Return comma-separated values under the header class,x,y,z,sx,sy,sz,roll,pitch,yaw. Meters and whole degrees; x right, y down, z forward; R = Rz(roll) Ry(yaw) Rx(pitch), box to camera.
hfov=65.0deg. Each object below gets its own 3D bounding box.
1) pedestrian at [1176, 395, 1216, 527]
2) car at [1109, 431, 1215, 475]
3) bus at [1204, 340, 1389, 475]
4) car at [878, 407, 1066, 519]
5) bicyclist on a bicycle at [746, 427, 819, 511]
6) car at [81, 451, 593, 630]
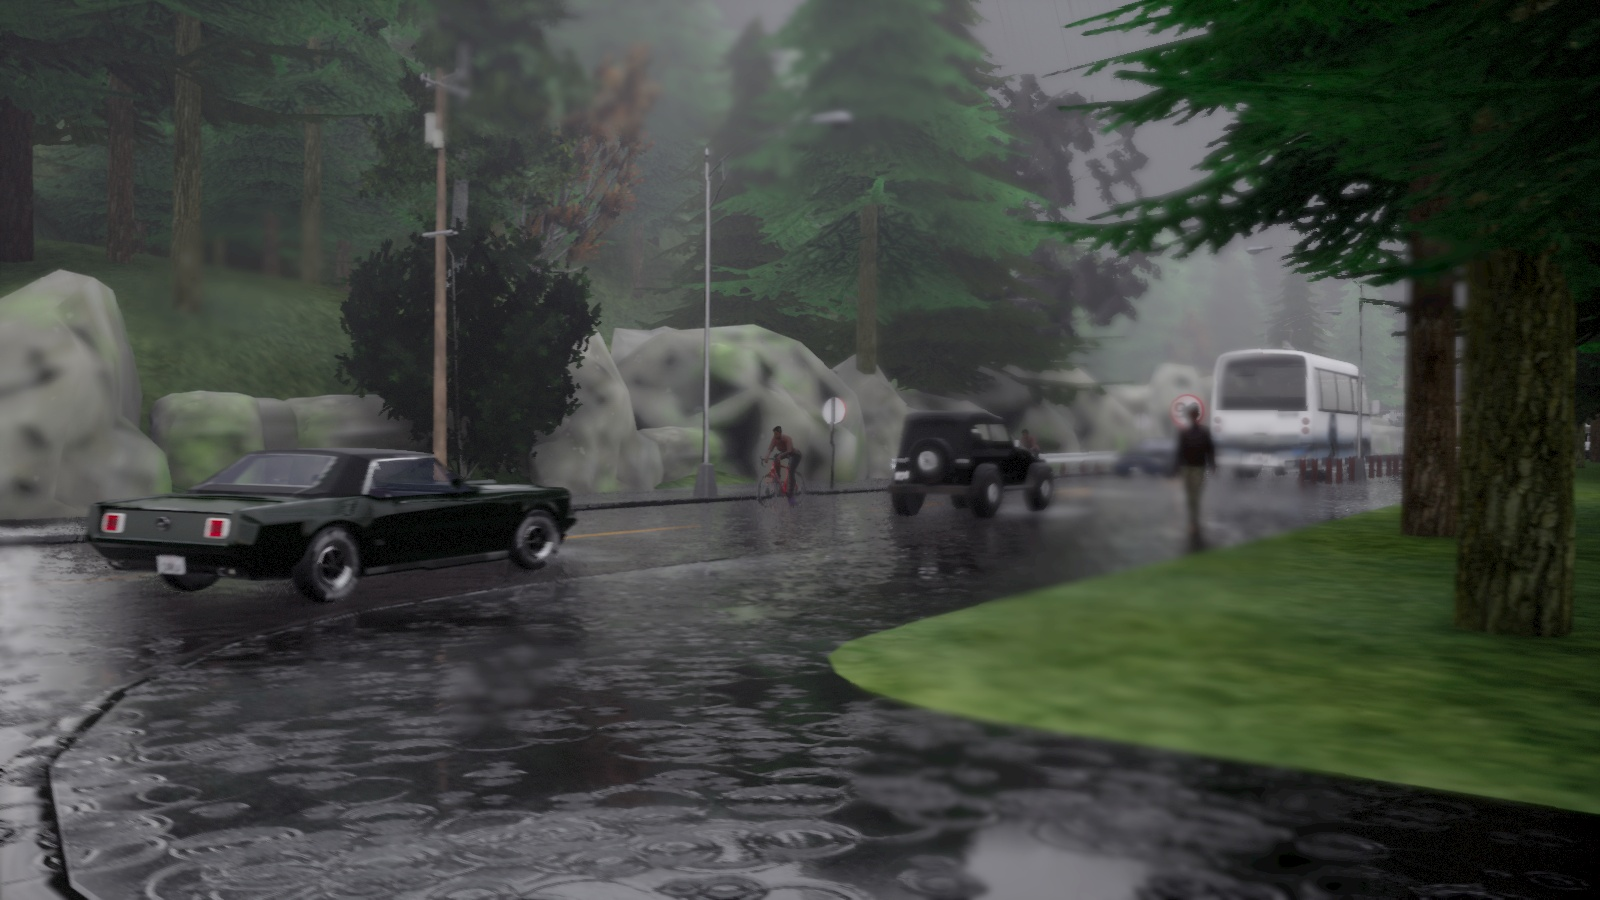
class,x,y,z,sx,sy,sz,roll,pitch,yaw
pedestrian,5.655,0.149,17.903,0.431,1.840,0.703,0,1,26
car,12.863,0.065,44.429,2.033,1.411,5.357,0,1,34
bus,17.934,-1.410,44.766,3.944,4.253,10.273,0,1,34
car,3.255,0.186,23.223,1.905,1.878,3.866,0,1,34
bicyclist on a bicycle,-0.333,0.352,25.050,0.582,1.620,1.656,0,1,34
car,-4.153,0.706,12.244,1.895,1.301,4.718,0,1,25
